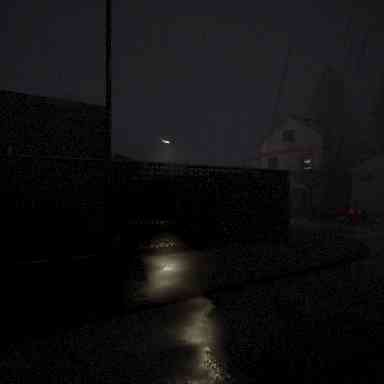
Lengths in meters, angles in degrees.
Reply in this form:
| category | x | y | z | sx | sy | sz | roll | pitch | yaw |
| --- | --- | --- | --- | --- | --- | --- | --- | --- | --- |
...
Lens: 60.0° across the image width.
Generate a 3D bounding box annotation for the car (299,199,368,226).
| category | x | y | z | sx | sy | sz | roll | pitch | yaw |
| --- | --- | --- | --- | --- | --- | --- | --- | --- | --- |
| car | 10.053 | 1.352 | 24.101 | 2.097 | 1.767 | 4.553 | 0 | 0 | -35 |
